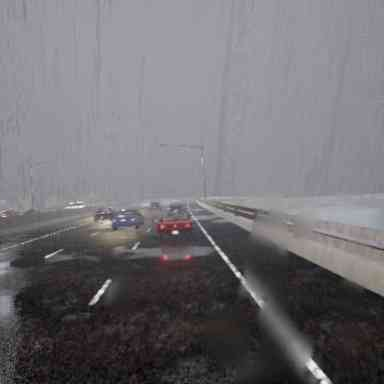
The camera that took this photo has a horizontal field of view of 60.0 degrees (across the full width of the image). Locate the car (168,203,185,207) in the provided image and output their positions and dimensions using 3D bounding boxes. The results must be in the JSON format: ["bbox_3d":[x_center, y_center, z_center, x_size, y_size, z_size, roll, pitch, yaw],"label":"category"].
[{"bbox_3d":[-1.672,1.882,36.859,1.994,1.385,4.181,-4,0,-2],"label":"car"}]

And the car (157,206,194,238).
[{"bbox_3d":[-0.939,1.762,18.931,1.895,1.301,4.718,-4,0,-2],"label":"car"}]

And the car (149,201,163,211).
[{"bbox_3d":[-5.634,2.193,51.922,1.812,1.442,4.674,-4,0,-2],"label":"car"}]

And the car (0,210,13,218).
[{"bbox_3d":[-26.649,3.422,48.178,1.882,1.535,5.008,-4,0,-1],"label":"car"}]

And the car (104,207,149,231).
[{"bbox_3d":[-4.697,1.975,24.796,2.033,1.411,5.357,-4,0,-2],"label":"car"}]

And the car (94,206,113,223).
[{"bbox_3d":[-8.539,2.212,33.559,2.128,1.511,4.902,-4,0,-2],"label":"car"}]

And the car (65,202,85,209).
[{"bbox_3d":[-19.858,2.795,56.757,2.150,2.045,5.566,-4,-1,-1],"label":"car"}]

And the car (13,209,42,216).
[{"bbox_3d":[-23.145,3.228,47.776,1.837,1.490,4.892,-4,0,-1],"label":"car"}]
